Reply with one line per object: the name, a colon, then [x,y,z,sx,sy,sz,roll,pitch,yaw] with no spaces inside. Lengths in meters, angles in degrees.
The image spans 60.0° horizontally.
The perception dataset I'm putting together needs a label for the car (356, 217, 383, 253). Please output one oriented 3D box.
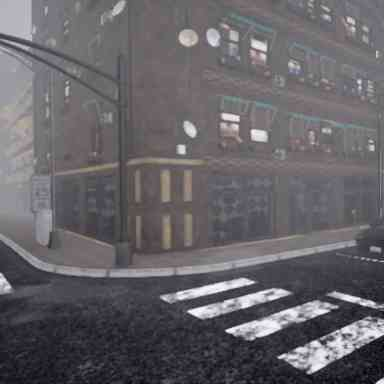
car: [7.740,1.482,12.088,4.313,1.339,1.947,0,0,-35]
